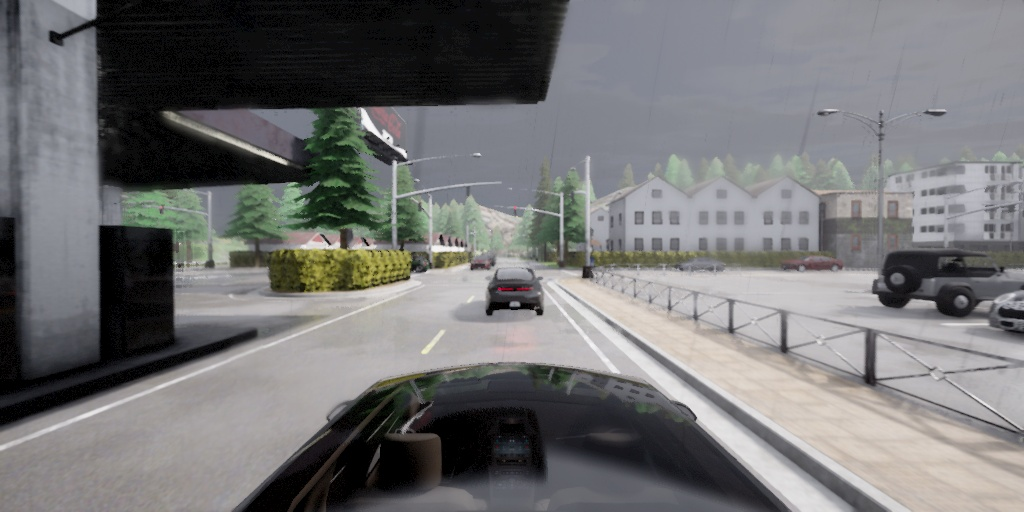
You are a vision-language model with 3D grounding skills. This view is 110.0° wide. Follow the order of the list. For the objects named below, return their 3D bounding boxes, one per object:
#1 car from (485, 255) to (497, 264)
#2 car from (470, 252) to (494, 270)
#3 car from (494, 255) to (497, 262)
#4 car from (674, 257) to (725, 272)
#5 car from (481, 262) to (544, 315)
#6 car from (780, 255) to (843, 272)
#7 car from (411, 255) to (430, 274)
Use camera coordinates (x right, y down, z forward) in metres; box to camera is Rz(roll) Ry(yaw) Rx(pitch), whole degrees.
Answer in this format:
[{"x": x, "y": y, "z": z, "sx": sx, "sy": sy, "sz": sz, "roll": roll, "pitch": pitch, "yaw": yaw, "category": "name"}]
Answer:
[{"x": -3.568, "y": 0.616, "z": 61.571, "sx": 1.837, "sy": 1.490, "sz": 4.892, "roll": 0, "pitch": 1, "yaw": 0, "category": "car"}, {"x": -3.545, "y": 0.681, "z": 41.101, "sx": 2.097, "sy": 1.767, "sz": 4.553, "roll": 0, "pitch": 1, "yaw": 0, "category": "car"}, {"x": -3.556, "y": 0.442, "z": 51.339, "sx": 2.150, "sy": 2.045, "sz": 5.566, "roll": 0, "pitch": 1, "yaw": 0, "category": "car"}, {"x": 17.392, "y": 0.784, "z": 33.357, "sx": 4.181, "sy": 1.385, "sz": 1.994, "roll": 0, "pitch": 1, "yaw": 0, "category": "car"}, {"x": 0.084, "y": 1.136, "z": 12.830, "sx": 1.837, "sy": 1.490, "sz": 4.892, "roll": 0, "pitch": 1, "yaw": 0, "category": "car"}, {"x": 27.856, "y": 0.696, "z": 33.402, "sx": 5.008, "sy": 1.535, "sz": 1.882, "roll": 0, "pitch": 1, "yaw": 0, "category": "car"}, {"x": -9.957, "y": 0.637, "z": 33.237, "sx": 4.553, "sy": 1.767, "sz": 2.097, "roll": 2, "pitch": 1, "yaw": 0, "category": "car"}]
